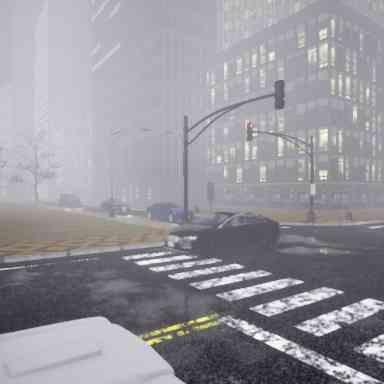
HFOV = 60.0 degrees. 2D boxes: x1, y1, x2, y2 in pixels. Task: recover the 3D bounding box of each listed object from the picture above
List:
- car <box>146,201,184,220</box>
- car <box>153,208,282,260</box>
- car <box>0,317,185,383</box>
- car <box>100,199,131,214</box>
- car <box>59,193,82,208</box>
[{"bbox_3d":[-1.756,1.482,25.815,1.882,1.535,5.008,0,0,-36],"label":"car"},{"bbox_3d":[1.286,1.493,12.592,4.902,1.511,2.128,0,0,-36],"label":"car"},{"bbox_3d":[-2.245,1.601,1.841,4.718,1.301,1.895,0,0,-36],"label":"car"},{"bbox_3d":[-8.080,1.496,34.768,2.128,1.511,4.902,0,0,-35],"label":"car"},{"bbox_3d":[-17.912,1.226,48.762,2.150,2.045,5.566,0,0,-35],"label":"car"}]
